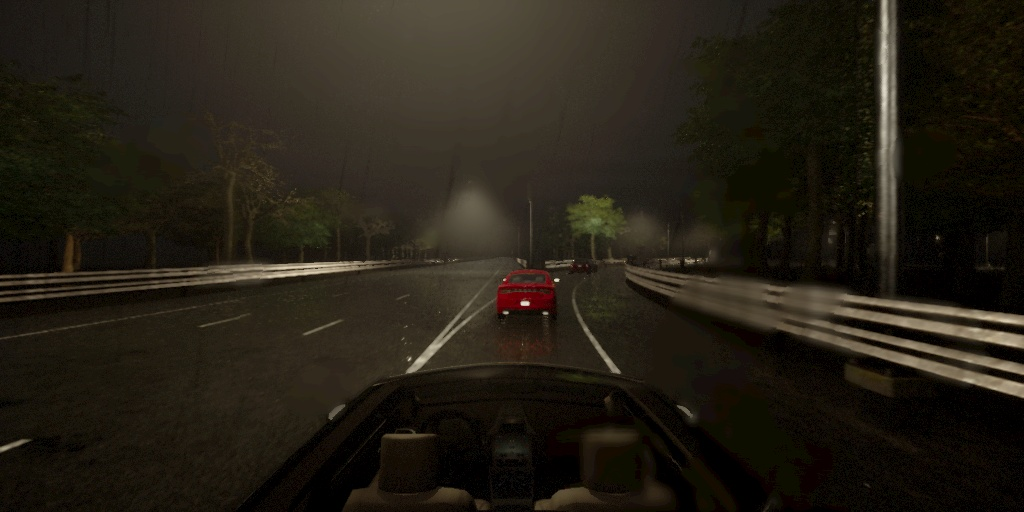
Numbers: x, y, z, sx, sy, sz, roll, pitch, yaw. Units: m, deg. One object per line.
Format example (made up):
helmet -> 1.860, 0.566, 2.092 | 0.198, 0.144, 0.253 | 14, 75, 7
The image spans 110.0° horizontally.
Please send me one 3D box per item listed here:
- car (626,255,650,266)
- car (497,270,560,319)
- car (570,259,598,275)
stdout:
car -> 20.670, 0.883, 58.723 | 2.150, 2.045, 5.566 | 0, 0, 41
car -> 0.666, 1.233, 12.848 | 1.882, 1.535, 5.008 | 0, 0, 7
car -> 7.788, 1.061, 38.528 | 2.097, 1.767, 4.553 | 0, 0, 25
